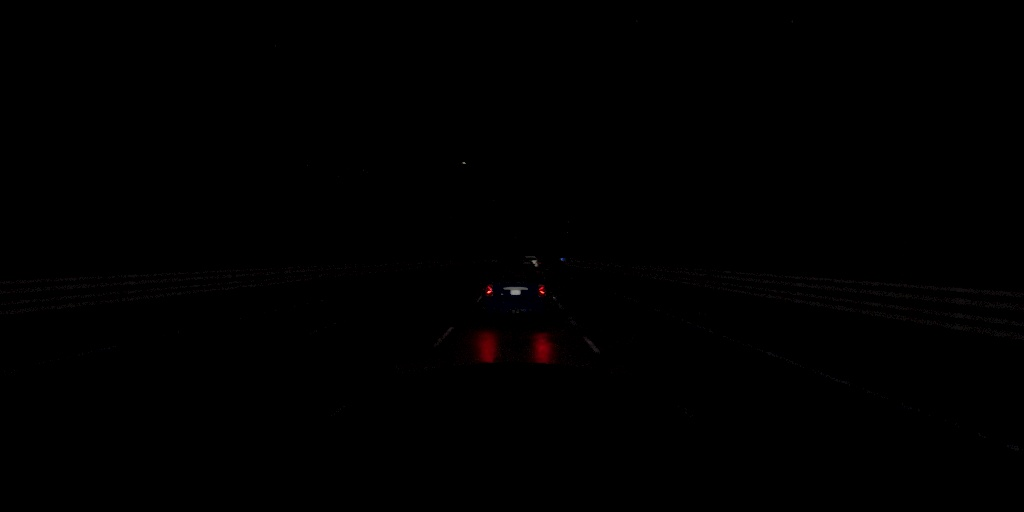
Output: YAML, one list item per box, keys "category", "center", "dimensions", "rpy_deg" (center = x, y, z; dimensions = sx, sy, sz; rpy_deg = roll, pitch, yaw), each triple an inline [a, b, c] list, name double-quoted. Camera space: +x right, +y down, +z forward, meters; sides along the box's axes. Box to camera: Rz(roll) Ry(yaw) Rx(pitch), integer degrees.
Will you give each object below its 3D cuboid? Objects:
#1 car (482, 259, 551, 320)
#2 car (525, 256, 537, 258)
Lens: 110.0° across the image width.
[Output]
- category: "car"
  center: [0.160, 1.104, 12.782]
  dimensions: [2.097, 1.767, 4.553]
  rpy_deg: [0, 0, 1]
- category: "car"
  center: [2.790, 1.047, 52.118]
  dimensions: [2.150, 2.045, 5.566]
  rpy_deg: [0, 0, 6]
